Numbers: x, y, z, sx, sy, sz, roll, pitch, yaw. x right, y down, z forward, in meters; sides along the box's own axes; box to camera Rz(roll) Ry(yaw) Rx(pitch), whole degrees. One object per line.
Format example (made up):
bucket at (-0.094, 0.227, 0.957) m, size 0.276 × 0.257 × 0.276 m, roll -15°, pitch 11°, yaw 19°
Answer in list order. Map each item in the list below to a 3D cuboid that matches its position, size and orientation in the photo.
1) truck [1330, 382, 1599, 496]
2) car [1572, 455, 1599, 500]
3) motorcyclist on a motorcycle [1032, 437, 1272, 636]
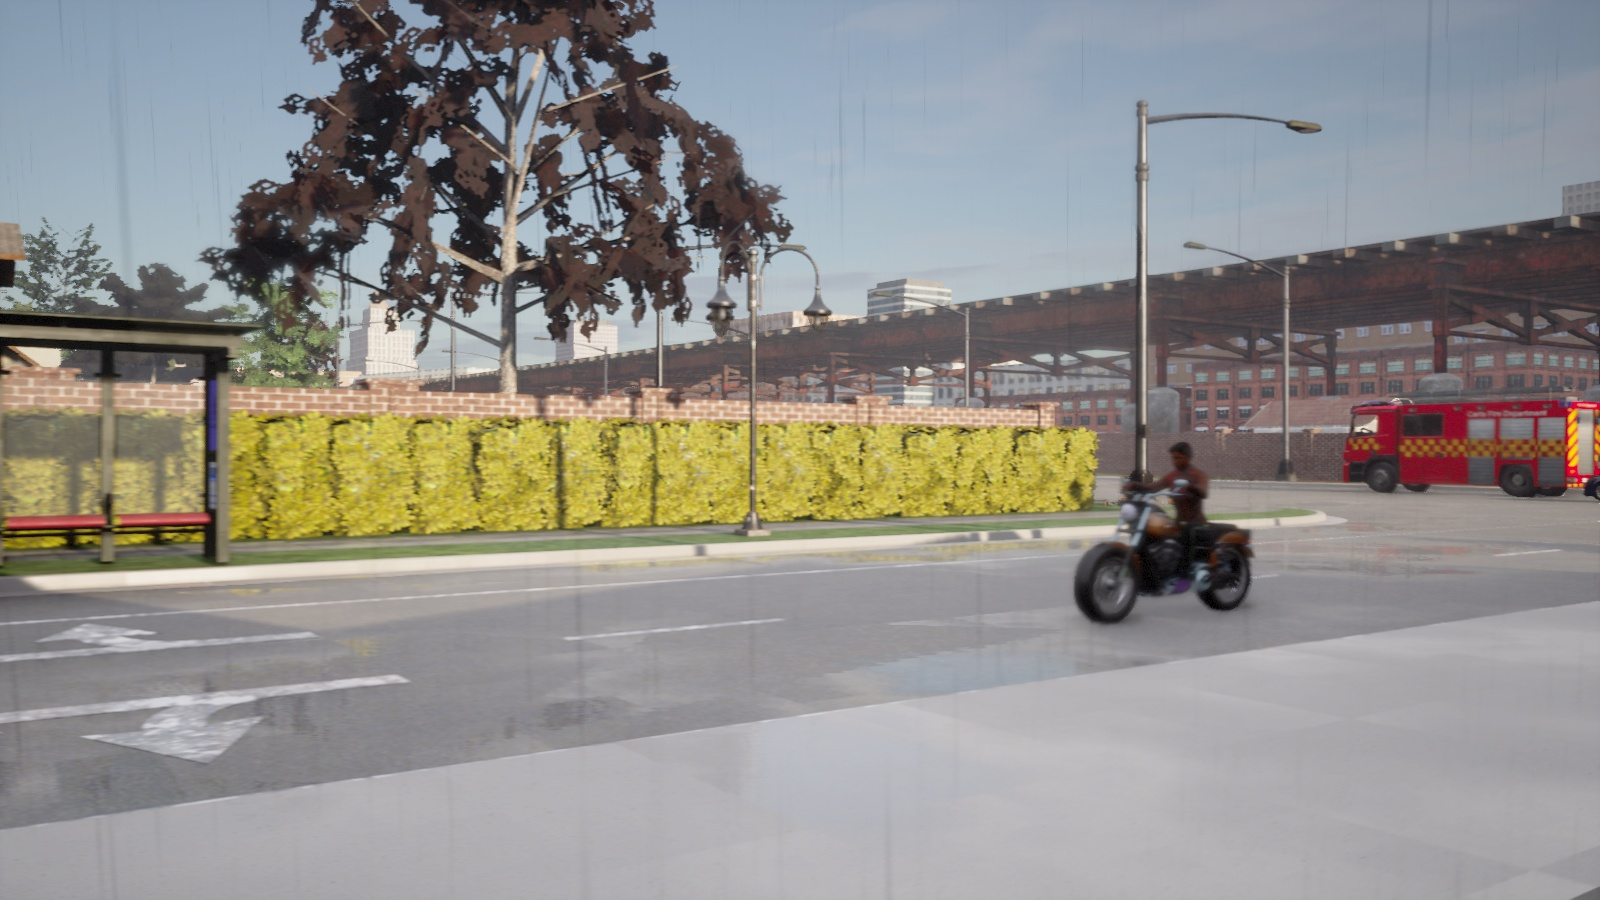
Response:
truck at (24.469, -0.357, 46.770) m, size 2.891 × 3.827 × 8.468 m, roll 0°, pitch 0°, yaw -35°
car at (26.171, 0.847, 38.140) m, size 1.994 × 1.385 × 4.181 m, roll 0°, pitch 0°, yaw -35°
motorcyclist on a motorcycle at (3.226, 0.716, 11.385) m, size 2.350 × 1.649 × 0.766 m, roll 0°, pitch 0°, yaw -35°
